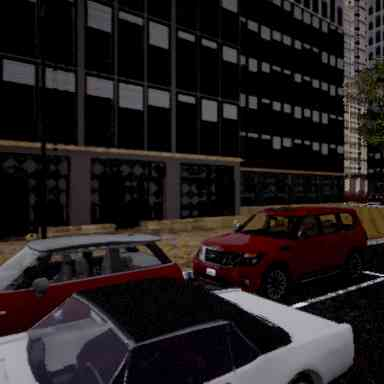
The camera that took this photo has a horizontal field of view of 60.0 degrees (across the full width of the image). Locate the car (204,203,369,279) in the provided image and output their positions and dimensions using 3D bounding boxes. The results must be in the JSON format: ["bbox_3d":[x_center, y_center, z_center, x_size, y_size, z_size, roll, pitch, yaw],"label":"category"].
[{"bbox_3d":[2.432,1.319,8.294,5.009,1.841,2.192,0,0,-35],"label":"car"}]

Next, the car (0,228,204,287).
[{"bbox_3d":[-2.089,1.441,5.073,4.097,1.590,1.967,0,0,-35],"label":"car"}]

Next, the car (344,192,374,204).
[{"bbox_3d":[24.079,0.877,50.344,2.192,1.841,5.009,1,0,-36],"label":"car"}]

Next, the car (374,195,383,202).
[{"bbox_3d":[30.836,1.108,55.293,1.947,1.339,4.313,1,0,-36],"label":"car"}]

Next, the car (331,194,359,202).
[{"bbox_3d":[27.523,1.019,59.832,1.802,1.307,4.206,1,0,-36],"label":"car"}]

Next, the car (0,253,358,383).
[{"bbox_3d":[-0.695,1.601,2.880,4.718,1.301,1.895,0,0,-35],"label":"car"}]
